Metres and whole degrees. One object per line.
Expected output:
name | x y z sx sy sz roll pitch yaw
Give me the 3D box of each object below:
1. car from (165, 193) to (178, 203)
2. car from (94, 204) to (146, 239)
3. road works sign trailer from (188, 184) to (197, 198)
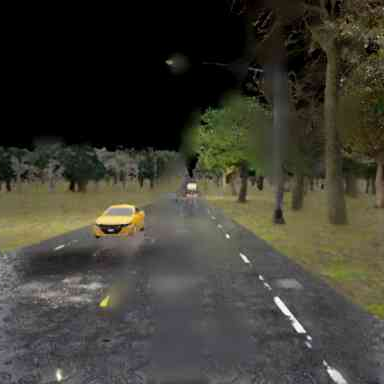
car | -3.516 0.972 58.487 2.097 1.767 4.553 0 1 1
car | -3.592 1.410 17.225 1.882 1.535 5.008 0 0 0
road works sign trailer | 0.035 -0.373 86.868 2.380 3.560 2.880 0 1 0
